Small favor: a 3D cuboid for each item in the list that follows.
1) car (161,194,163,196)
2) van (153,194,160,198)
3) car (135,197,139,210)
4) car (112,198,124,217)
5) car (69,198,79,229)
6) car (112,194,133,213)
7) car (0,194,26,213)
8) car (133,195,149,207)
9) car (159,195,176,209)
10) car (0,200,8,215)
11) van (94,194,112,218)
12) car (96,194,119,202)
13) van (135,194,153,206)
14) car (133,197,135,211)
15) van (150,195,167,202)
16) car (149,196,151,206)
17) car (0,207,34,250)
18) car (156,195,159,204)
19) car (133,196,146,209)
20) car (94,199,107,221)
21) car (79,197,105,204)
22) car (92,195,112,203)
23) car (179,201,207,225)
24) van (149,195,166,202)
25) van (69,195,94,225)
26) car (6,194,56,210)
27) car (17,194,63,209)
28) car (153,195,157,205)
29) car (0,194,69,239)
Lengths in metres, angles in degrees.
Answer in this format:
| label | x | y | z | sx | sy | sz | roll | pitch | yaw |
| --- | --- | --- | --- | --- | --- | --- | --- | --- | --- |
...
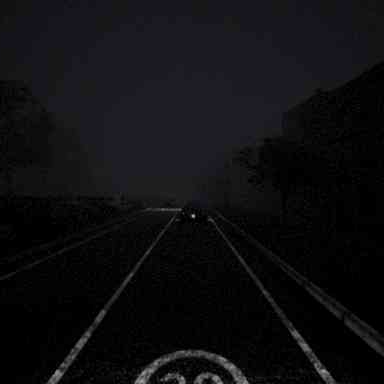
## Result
| label | x | y | z | sx | sy | sz | roll | pitch | yaw |
| --- | --- | --- | --- | --- | --- | --- | --- | --- | --- |
| car | -8.928 | 1.637 | 68.227 | 4.553 | 1.767 | 2.185 | 0 | 0 | 0 |
| van | -8.831 | 1.496 | 62.622 | 4.442 | 1.987 | 1.878 | 0 | 0 | 0 |
| car | -8.866 | 1.579 | 37.393 | 4.792 | 1.488 | 2.163 | 0 | 0 | 0 |
| car | -8.872 | 1.514 | 28.984 | 5.008 | 1.535 | 2.097 | 0 | 0 | 0 |
| car | -8.827 | 1.343 | 17.770 | 4.553 | 1.767 | 2.185 | 0 | 0 | 0 |
| car | -8.912 | 1.274 | 31.789 | 5.566 | 2.045 | 2.435 | 0 | 0 | 0 |
| car | -21.946 | 1.299 | 37.196 | 5.566 | 2.045 | 2.435 | 0 | 0 | 0 |
| car | -9.098 | 1.597 | 45.800 | 5.366 | 1.575 | 1.946 | 0 | 0 | 0 |
| car | -3.357 | 1.633 | 49.489 | 1.882 | 1.535 | 5.008 | 0 | -1 | 0 |
| car | -21.997 | 1.566 | 34.411 | 4.792 | 1.488 | 2.163 | 0 | 0 | 0 |
| van | -8.988 | 1.277 | 26.181 | 4.442 | 1.987 | 1.878 | 0 | 0 | 0 |
| car | -22.108 | 1.651 | 87.315 | 5.566 | 2.045 | 2.435 | 0 | 0 | 0 |
| van | -8.807 | 1.415 | 51.409 | 4.442 | 1.987 | 1.878 | 0 | 0 | 0 |
| car | -8.884 | 1.538 | 34.595 | 4.892 | 1.521 | 2.231 | 0 | 0 | 0 |
| van | -9.123 | 1.700 | 90.653 | 4.442 | 1.987 | 1.878 | 0 | 0 | 0 |
| car | -8.947 | 1.650 | 48.603 | 4.792 | 1.488 | 2.163 | 0 | 0 | 0 |
| car | -8.860 | 1.455 | 12.164 | 4.892 | 1.521 | 2.231 | 0 | 0 | 0 |
| car | -8.936 | 1.702 | 59.817 | 5.008 | 1.535 | 2.097 | 0 | 0 | 0 |
| car | -8.901 | 1.581 | 43.001 | 5.008 | 1.535 | 2.097 | 0 | 0 | 0 |
| car | -8.861 | 1.493 | 23.378 | 4.892 | 1.521 | 2.231 | 0 | 0 | 0 |
| car | -22.056 | 1.803 | 73.434 | 4.892 | 1.521 | 2.231 | 0 | 0 | 0 |
| car | -22.098 | 1.736 | 81.761 | 4.553 | 1.767 | 2.185 | 0 | 0 | 0 |
| car | 0.082 | 1.592 | 24.259 | 1.994 | 1.385 | 4.181 | 0 | 0 | 0 |
| van | -9.117 | 1.679 | 87.850 | 4.442 | 1.987 | 1.878 | 0 | 0 | 0 |
| van | -8.746 | 1.254 | 20.575 | 4.442 | 1.987 | 1.878 | 0 | 0 | 0 |
| car | -21.962 | 1.349 | 45.551 | 5.566 | 2.045 | 2.435 | 0 | 0 | 0 |
| car | -21.969 | 1.368 | 48.213 | 5.566 | 2.045 | 2.435 | 0 | 0 | 0 |
| car | -8.907 | 1.711 | 57.013 | 4.792 | 1.488 | 2.163 | 0 | 0 | 0 |
| car | -8.884 | 1.210 | 14.970 | 5.566 | 2.045 | 2.435 | 0 | 0 | 0 |
